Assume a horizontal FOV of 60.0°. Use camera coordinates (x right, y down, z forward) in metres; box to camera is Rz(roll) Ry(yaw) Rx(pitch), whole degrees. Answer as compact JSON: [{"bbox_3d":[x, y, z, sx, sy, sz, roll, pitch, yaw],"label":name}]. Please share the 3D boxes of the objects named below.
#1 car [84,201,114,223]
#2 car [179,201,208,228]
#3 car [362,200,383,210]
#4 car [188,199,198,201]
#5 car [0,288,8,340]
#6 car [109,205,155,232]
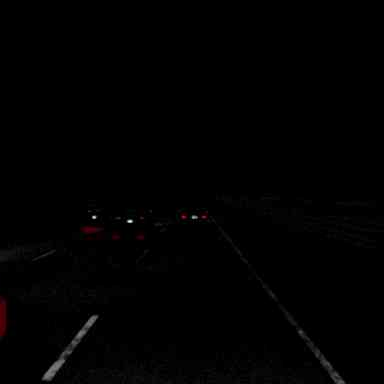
[{"bbox_3d":[-6.898,1.507,25.940,1.837,1.490,4.892,0,0,0],"label":"car"},{"bbox_3d":[0.103,1.570,22.526,2.033,1.411,5.357,0,0,0],"label":"car"},{"bbox_3d":[25.200,1.788,44.217,2.033,1.411,5.357,0,0,-22],"label":"car"},{"bbox_3d":[0.101,1.631,42.371,1.994,1.385,4.181,0,0,0],"label":"car"},{"bbox_3d":[-3.401,1.226,1.826,2.150,2.045,5.566,0,0,0],"label":"car"},{"bbox_3d":[-3.400,1.583,20.264,1.994,1.385,4.181,0,0,0],"label":"car"}]
